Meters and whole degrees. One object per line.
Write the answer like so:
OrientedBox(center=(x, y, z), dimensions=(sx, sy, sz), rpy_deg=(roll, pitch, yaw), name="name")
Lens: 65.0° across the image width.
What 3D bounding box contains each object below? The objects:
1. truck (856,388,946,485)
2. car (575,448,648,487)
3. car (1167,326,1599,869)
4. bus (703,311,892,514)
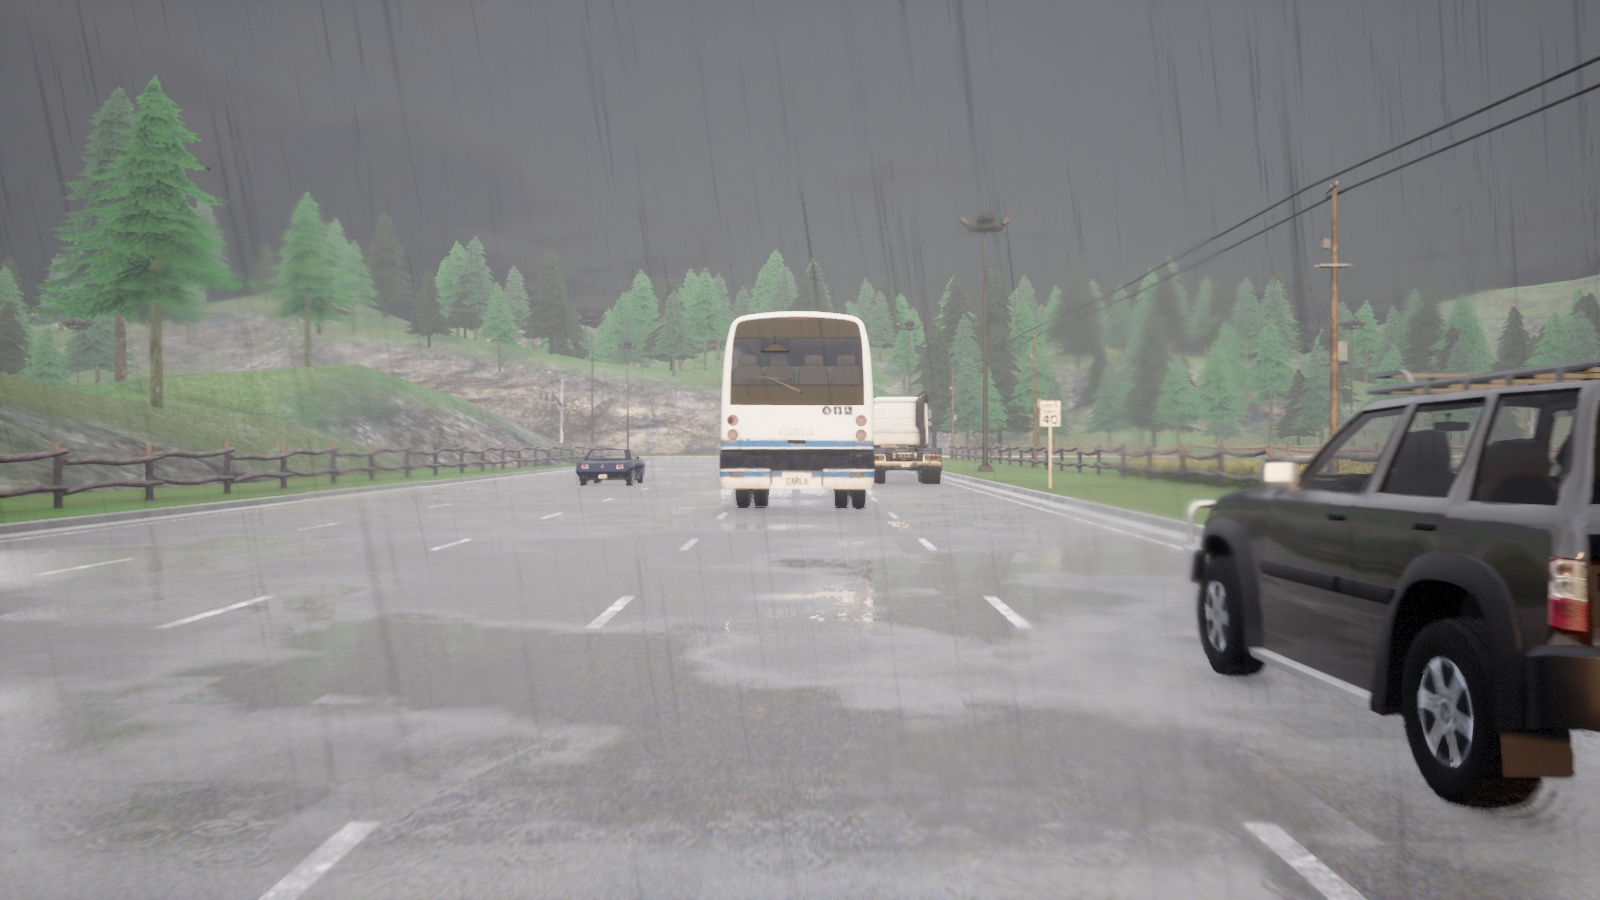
OrientedBox(center=(3.792, -0.508, 48.833), dimensions=(2.891, 3.462, 7.936), rpy_deg=(0, 0, 0), name="truck")
OrientedBox(center=(-6.730, 0.586, 45.216), dimensions=(1.895, 1.301, 4.718), rpy_deg=(0, 0, 0), name="car")
OrientedBox(center=(3.553, 0.525, 6.593), dimensions=(1.932, 1.855, 4.605), rpy_deg=(0, -1, 0), name="car")
OrientedBox(center=(0.125, -0.808, 31.561), dimensions=(3.944, 4.253, 10.273), rpy_deg=(0, 0, 2), name="bus")
